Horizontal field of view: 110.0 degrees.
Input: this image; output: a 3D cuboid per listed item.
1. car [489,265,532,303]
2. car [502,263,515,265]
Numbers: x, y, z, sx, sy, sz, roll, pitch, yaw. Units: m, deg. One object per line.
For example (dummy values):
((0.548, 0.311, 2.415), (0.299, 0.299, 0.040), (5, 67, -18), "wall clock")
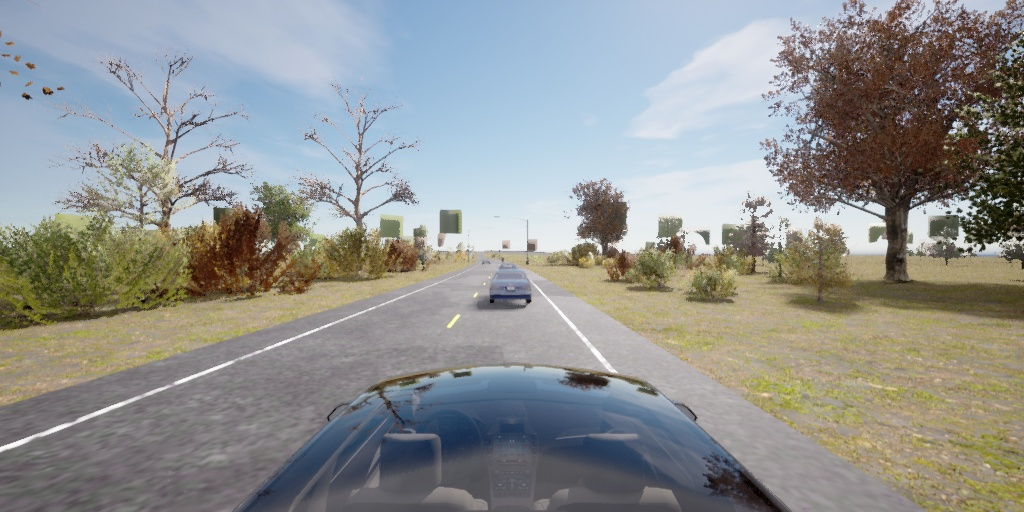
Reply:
((-0.082, 1.311, 16.554), (2.033, 1.411, 5.357), (0, 0, -1), "car")
((-0.327, 1.320, 31.571), (1.994, 1.385, 4.181), (0, 0, -1), "car")
